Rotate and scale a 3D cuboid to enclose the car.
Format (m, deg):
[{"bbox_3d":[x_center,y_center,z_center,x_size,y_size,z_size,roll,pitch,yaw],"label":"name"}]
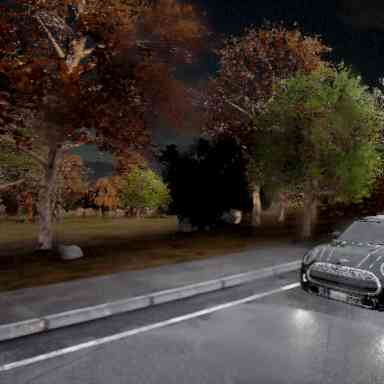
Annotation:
[{"bbox_3d":[4.496,1.368,7.692,4.553,1.767,2.097,0,0,-39],"label":"car"}]
